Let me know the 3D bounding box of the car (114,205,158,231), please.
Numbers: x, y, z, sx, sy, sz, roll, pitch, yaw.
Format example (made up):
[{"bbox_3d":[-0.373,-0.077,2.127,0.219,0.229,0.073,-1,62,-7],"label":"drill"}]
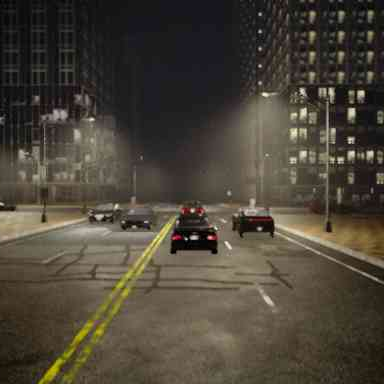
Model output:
[{"bbox_3d":[-3.371,1.686,22.152,2.033,1.411,5.357,0,0,0],"label":"car"}]

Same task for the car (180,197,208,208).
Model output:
[{"bbox_3d":[0.041,1.524,27.871,2.097,1.767,4.553,0,0,0],"label":"car"}]

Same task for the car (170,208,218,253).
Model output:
[{"bbox_3d":[0.070,1.637,13.988,2.033,1.411,5.357,0,0,0],"label":"car"}]

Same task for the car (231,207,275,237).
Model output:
[{"bbox_3d":[3.309,1.608,18.707,2.128,1.511,4.902,0,0,0],"label":"car"}]

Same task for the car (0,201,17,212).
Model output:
[{"bbox_3d":[-22.810,1.683,38.907,4.313,1.339,1.947,1,0,1],"label":"car"}]

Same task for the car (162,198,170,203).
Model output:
[{"bbox_3d":[-6.685,2.085,84.821,1.895,1.301,4.718,0,0,0],"label":"car"}]

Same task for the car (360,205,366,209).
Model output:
[{"bbox_3d":[21.709,1.944,46.759,4.829,1.417,1.752,0,0,1],"label":"car"}]

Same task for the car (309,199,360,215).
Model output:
[{"bbox_3d":[16.118,1.767,38.461,5.009,1.841,2.192,0,0,1],"label":"car"}]

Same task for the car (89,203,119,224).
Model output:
[{"bbox_3d":[-6.603,1.655,26.117,2.128,1.511,4.902,0,0,0],"label":"car"}]
